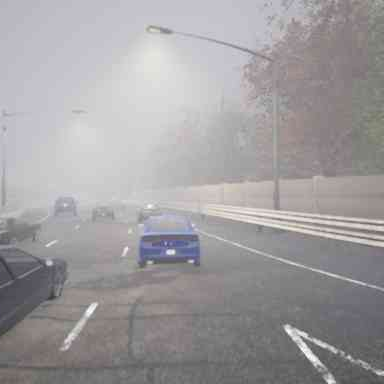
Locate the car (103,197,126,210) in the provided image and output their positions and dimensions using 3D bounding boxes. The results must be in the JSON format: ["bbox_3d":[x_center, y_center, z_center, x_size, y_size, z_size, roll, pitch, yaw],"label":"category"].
[{"bbox_3d":[-10.846,1.877,47.317,2.033,1.411,5.357,0,0,-25],"label":"car"}]

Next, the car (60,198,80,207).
[{"bbox_3d":[-22.282,1.952,60.710,2.128,1.511,4.902,0,0,-36],"label":"car"}]

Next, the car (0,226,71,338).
[{"bbox_3d":[-3.656,1.597,5.415,2.033,1.411,5.357,0,0,-3],"label":"car"}]

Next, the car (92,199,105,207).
[{"bbox_3d":[-17.535,2.014,62.103,1.994,1.385,4.181,0,0,-21],"label":"car"}]

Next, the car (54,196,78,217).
[{"bbox_3d":[-13.446,1.493,35.616,2.150,2.045,5.566,0,0,-19],"label":"car"}]

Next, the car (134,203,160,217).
[{"bbox_3d":[-3.576,1.669,27.120,2.128,1.511,4.902,0,0,-14],"label":"car"}]

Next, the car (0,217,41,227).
[{"bbox_3d":[-8.093,1.722,14.320,1.895,1.301,4.718,0,0,-8],"label":"car"}]

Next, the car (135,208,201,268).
[{"bbox_3d":[-0.866,1.552,11.766,1.882,1.535,5.008,0,0,-6],"label":"car"}]

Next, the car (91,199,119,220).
[{"bbox_3d":[-8.118,1.708,30.343,2.128,1.511,4.902,0,0,-16],"label":"car"}]

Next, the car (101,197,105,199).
[{"bbox_3d":[-14.897,2.001,56.060,1.895,1.301,4.718,0,0,-24],"label":"car"}]
